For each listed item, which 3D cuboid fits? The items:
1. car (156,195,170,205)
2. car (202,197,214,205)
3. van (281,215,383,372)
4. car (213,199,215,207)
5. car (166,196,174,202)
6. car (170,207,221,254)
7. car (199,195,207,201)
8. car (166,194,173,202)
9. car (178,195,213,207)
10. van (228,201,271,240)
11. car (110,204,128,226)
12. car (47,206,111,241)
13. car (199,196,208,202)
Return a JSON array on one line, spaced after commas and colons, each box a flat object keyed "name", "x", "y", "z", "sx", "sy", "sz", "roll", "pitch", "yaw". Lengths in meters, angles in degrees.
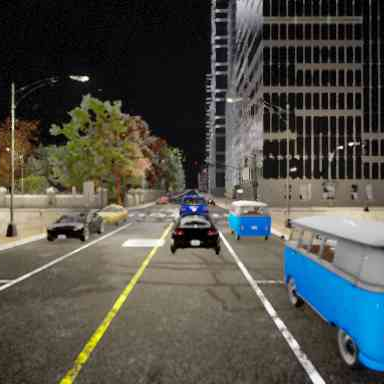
[{"name": "car", "x": -5.549, "y": 1.665, "z": 60.654, "sx": 1.887, "sy": 1.381, "sz": 4.507, "roll": 0, "pitch": 0, "yaw": 0}, {"name": "car", "x": 2.832, "y": 1.687, "z": 60.637, "sx": 1.947, "sy": 1.339, "sz": 4.313, "roll": 0, "pitch": 0, "yaw": 0}, {"name": "van", "x": 2.704, "y": 1.359, "z": 5.435, "sx": 1.690, "sy": 1.788, "sz": 3.998, "roll": 0, "pitch": 0, "yaw": 0}, {"name": "car", "x": 2.820, "y": 1.551, "z": 54.957, "sx": 1.967, "sy": 1.590, "sz": 4.097, "roll": 0, "pitch": 0, "yaw": 0}, {"name": "car", "x": -5.496, "y": 1.739, "z": 83.385, "sx": 1.802, "sy": 1.307, "sz": 4.206, "roll": 0, "pitch": 0, "yaw": 0}, {"name": "car", "x": 0.133, "y": 1.561, "z": 13.521, "sx": 1.812, "sy": 1.442, "sz": 4.674, "roll": 0, "pitch": 0, "yaw": 0}, {"name": "car", "x": 2.899, "y": 1.604, "z": 89.043, "sx": 1.967, "sy": 1.590, "sz": 4.097, "roll": 0, "pitch": 0, "yaw": 0}, {"name": "car", "x": -5.536, "y": 1.681, "z": 66.337, "sx": 2.008, "sy": 1.369, "sz": 4.403, "roll": 0, "pitch": 0, "yaw": 0}, {"name": "car", "x": 0.157, "y": 1.277, "z": 24.914, "sx": 2.150, "sy": 2.045, "sz": 5.566, "roll": 0, "pitch": 0, "yaw": 0}, {"name": "van", "x": 2.813, "y": 1.382, "z": 16.832, "sx": 1.690, "sy": 1.788, "sz": 3.998, "roll": 0, "pitch": 0, "yaw": 0}, {"name": "car", "x": -5.762, "y": 1.579, "z": 24.084, "sx": 1.752, "sy": 1.417, "sz": 4.829, "roll": 0, "pitch": 0, "yaw": 0}, {"name": "car", "x": -5.731, "y": 1.606, "z": 16.850, "sx": 1.947, "sy": 1.339, "sz": 4.313, "roll": 0, "pitch": 0, "yaw": 0}, {"name": "car", "x": 2.885, "y": 1.724, "z": 83.362, "sx": 1.947, "sy": 1.339, "sz": 4.313, "roll": 0, "pitch": 0, "yaw": 0}]
